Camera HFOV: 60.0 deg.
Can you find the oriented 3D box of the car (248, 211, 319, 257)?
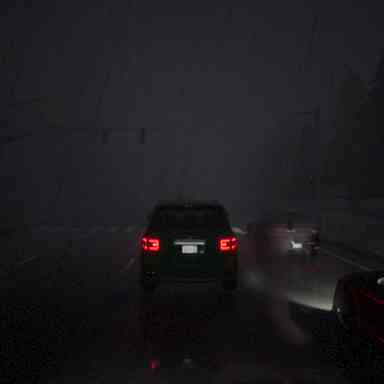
[{"bbox_3d":[3.333,1.490,12.972,2.128,1.511,4.902,0,0,0],"label":"car"}]

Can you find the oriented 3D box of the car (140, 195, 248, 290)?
[{"bbox_3d":[-0.100,1.221,9.215,2.150,2.045,5.566,0,0,-1],"label":"car"}]

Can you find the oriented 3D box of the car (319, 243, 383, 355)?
[{"bbox_3d":[3.424,1.563,4.064,1.994,1.385,4.181,0,0,-1],"label":"car"}]
